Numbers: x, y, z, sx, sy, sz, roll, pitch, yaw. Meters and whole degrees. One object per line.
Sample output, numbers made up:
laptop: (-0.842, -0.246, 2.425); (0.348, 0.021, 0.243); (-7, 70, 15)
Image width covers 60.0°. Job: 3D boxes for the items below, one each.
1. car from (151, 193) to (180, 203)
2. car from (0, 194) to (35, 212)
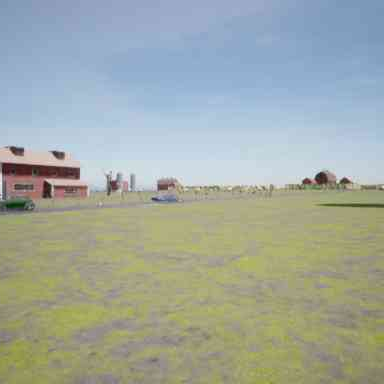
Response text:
car: (-4.217, 0.886, 53.073); (2.033, 1.411, 5.357); (1, 1, 36)
car: (-18.434, 1.051, 33.566); (2.097, 1.767, 4.553); (1, 1, 36)
